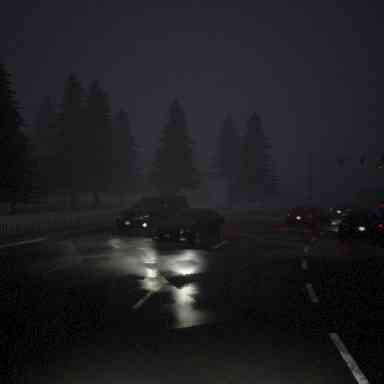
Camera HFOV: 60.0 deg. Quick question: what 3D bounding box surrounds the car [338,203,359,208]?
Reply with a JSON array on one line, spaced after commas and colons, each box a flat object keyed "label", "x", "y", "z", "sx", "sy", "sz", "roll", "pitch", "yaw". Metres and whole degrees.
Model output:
[{"label": "car", "x": 13.486, "y": 1.590, "z": 28.390, "sx": 4.181, "sy": 1.385, "sz": 1.994, "roll": 0, "pitch": 0, "yaw": -41}]

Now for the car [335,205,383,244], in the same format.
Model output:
[{"label": "car", "x": 8.355, "y": 1.578, "z": 16.221, "sx": 1.994, "sy": 1.385, "sz": 4.181, "roll": 0, "pitch": 0, "yaw": 28}]

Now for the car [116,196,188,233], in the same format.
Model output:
[{"label": "car", "x": -2.042, "y": 1.238, "z": 19.504, "sx": 2.150, "sy": 2.045, "sz": 5.566, "roll": 0, "pitch": 0, "yaw": 27}]

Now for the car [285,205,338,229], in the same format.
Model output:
[{"label": "car", "x": 7.861, "y": 1.584, "z": 22.148, "sx": 1.994, "sy": 1.385, "sz": 4.181, "roll": 0, "pitch": 0, "yaw": 39}]

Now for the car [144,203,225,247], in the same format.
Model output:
[{"label": "car", "x": 0.040, "y": 1.491, "z": 15.624, "sx": 1.882, "sy": 1.535, "sz": 5.008, "roll": 0, "pitch": 0, "yaw": 25}]

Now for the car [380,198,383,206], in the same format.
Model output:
[{"label": "car", "x": 16.992, "y": 1.247, "z": 26.363, "sx": 5.566, "sy": 2.045, "sz": 2.150, "roll": 0, "pitch": 0, "yaw": -37}]
